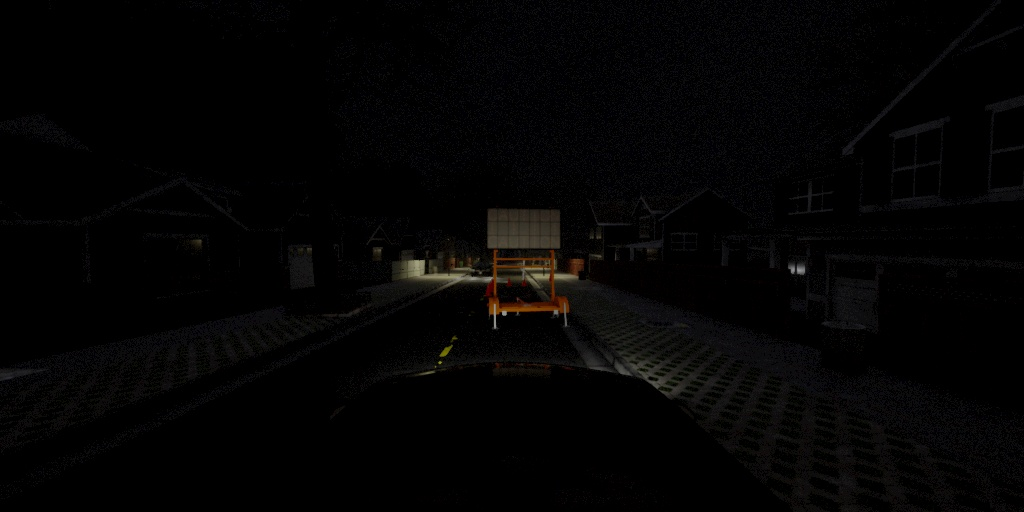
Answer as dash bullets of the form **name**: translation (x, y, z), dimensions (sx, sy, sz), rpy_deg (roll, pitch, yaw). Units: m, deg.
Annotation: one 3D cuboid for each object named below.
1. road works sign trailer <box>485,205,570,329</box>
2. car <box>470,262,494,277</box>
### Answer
- **road works sign trailer**: translation (0.351, 0.209, 11.333), dimensions (2.380, 3.560, 2.880), rpy_deg (0, 0, -7)
- **car**: translation (-2.884, 1.282, 35.029), dimensions (1.812, 1.442, 4.674), rpy_deg (0, 0, 0)
